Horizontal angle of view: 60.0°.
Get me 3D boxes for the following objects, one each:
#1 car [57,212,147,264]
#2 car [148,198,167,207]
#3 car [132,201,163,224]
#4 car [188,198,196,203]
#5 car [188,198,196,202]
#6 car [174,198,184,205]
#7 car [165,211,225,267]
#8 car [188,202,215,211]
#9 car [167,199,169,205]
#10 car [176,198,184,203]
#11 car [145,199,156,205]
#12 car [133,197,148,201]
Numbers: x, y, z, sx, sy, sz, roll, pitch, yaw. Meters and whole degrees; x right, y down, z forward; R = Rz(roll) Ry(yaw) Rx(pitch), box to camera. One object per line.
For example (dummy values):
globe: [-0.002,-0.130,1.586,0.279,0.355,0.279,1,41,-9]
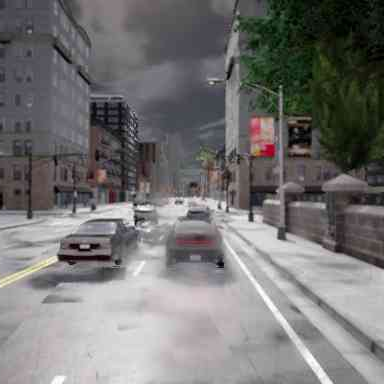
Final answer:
car: [-3.155,1.684,12.299,2.033,1.411,5.357,0,-1,0]
car: [-6.542,2.036,63.156,2.097,1.767,4.553,0,-1,0]
car: [-3.853,1.793,27.118,2.128,1.511,4.902,0,-1,-11]
car: [-0.018,2.330,91.792,2.033,1.411,5.357,0,-1,0]
car: [-0.016,2.378,81.790,1.812,1.442,4.674,0,-1,0]
car: [-3.265,2.378,81.789,1.812,1.442,4.674,0,-1,0]
car: [0.098,1.638,11.870,1.837,1.490,4.892,0,0,0]
car: [0.735,1.809,27.272,1.837,1.490,4.892,-1,0,9]
car: [-6.517,2.314,79.009,1.882,1.535,5.008,0,-1,0]
car: [-3.268,2.386,91.821,1.895,1.301,4.718,0,-1,0]
car: [-9.767,2.430,78.857,1.895,1.301,4.718,0,-1,0]
car: [-9.785,1.903,62.971,2.150,2.045,5.566,0,-1,0]
